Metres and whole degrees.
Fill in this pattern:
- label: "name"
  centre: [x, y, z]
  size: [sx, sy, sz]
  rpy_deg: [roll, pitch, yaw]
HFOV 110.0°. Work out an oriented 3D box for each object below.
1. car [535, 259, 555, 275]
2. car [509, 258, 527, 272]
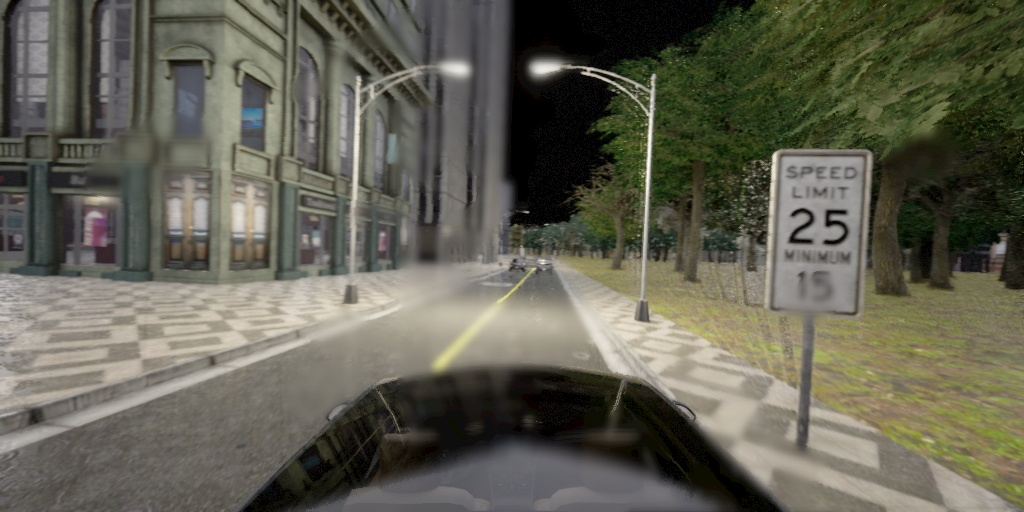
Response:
- label: "car"
  centre: [3.476, 1.165, 38.239]
  size: [2.128, 1.511, 4.902]
  rpy_deg: [3, 1, 6]
- label: "car"
  centre: [0.751, 1.027, 41.731]
  size: [1.837, 1.490, 4.892]
  rpy_deg: [3, 1, 6]
